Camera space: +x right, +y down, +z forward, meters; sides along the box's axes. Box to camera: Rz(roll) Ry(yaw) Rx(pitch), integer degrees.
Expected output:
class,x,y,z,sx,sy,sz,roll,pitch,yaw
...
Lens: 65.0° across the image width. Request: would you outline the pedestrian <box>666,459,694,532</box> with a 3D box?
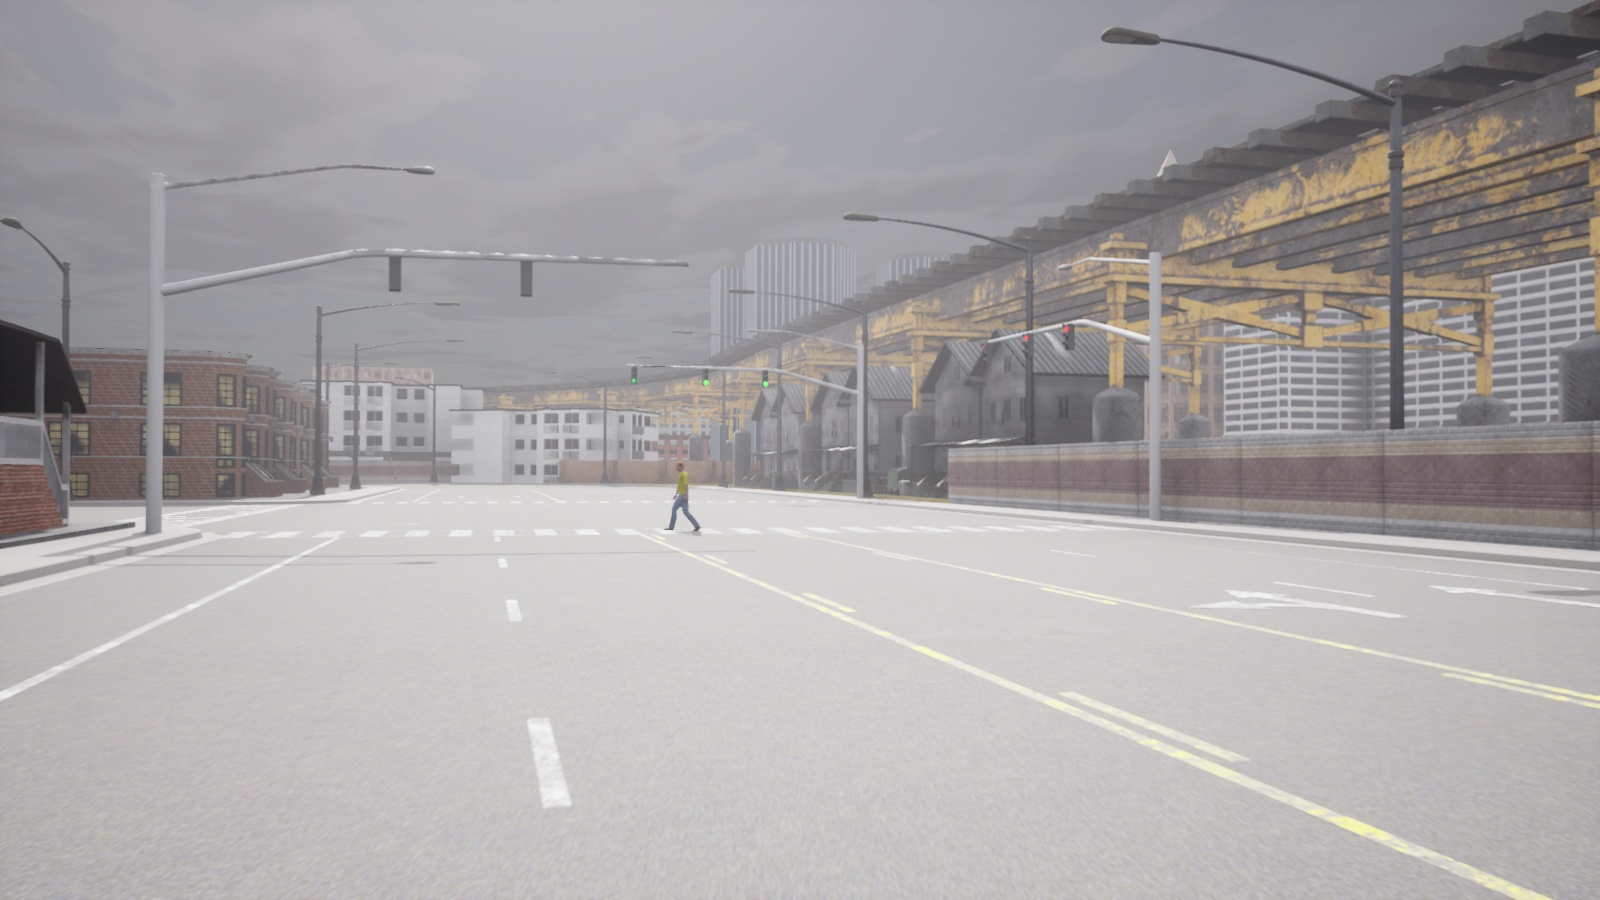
class,x,y,z,sx,sy,sz,roll,pitch,yaw
pedestrian,-3.011,1.136,31.540,0.706,1.836,0.354,0,-1,-6
